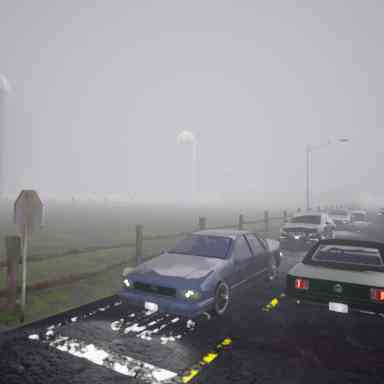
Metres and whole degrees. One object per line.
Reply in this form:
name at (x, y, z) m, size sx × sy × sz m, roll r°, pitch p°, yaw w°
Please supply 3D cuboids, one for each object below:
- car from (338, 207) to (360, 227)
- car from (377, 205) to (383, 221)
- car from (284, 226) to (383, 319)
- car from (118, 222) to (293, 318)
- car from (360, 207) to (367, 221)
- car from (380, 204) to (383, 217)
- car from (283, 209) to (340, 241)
car at (11.008, 1.978, 24.859) m, size 2.033 × 1.411 × 5.357 m, roll 0°, pitch -1°, yaw 31°
car at (19.635, 2.160, 33.326) m, size 2.033 × 1.411 × 5.357 m, roll 0°, pitch -1°, yaw 32°
car at (3.674, 1.722, 7.573) m, size 1.895 × 1.301 × 4.718 m, roll 0°, pitch -1°, yaw 32°
car at (0.668, 1.660, 8.116) m, size 2.033 × 1.411 × 5.357 m, roll 0°, pitch -1°, yaw 31°
car at (16.303, 2.158, 33.359) m, size 1.994 × 1.385 × 4.181 m, roll 0°, pitch -1°, yaw 32°
car at (24.907, 2.284, 41.950) m, size 1.837 × 1.490 × 4.892 m, roll 0°, pitch -1°, yaw 32°
car at (5.819, 1.776, 16.464) m, size 1.837 × 1.490 × 4.892 m, roll 0°, pitch -1°, yaw 32°
